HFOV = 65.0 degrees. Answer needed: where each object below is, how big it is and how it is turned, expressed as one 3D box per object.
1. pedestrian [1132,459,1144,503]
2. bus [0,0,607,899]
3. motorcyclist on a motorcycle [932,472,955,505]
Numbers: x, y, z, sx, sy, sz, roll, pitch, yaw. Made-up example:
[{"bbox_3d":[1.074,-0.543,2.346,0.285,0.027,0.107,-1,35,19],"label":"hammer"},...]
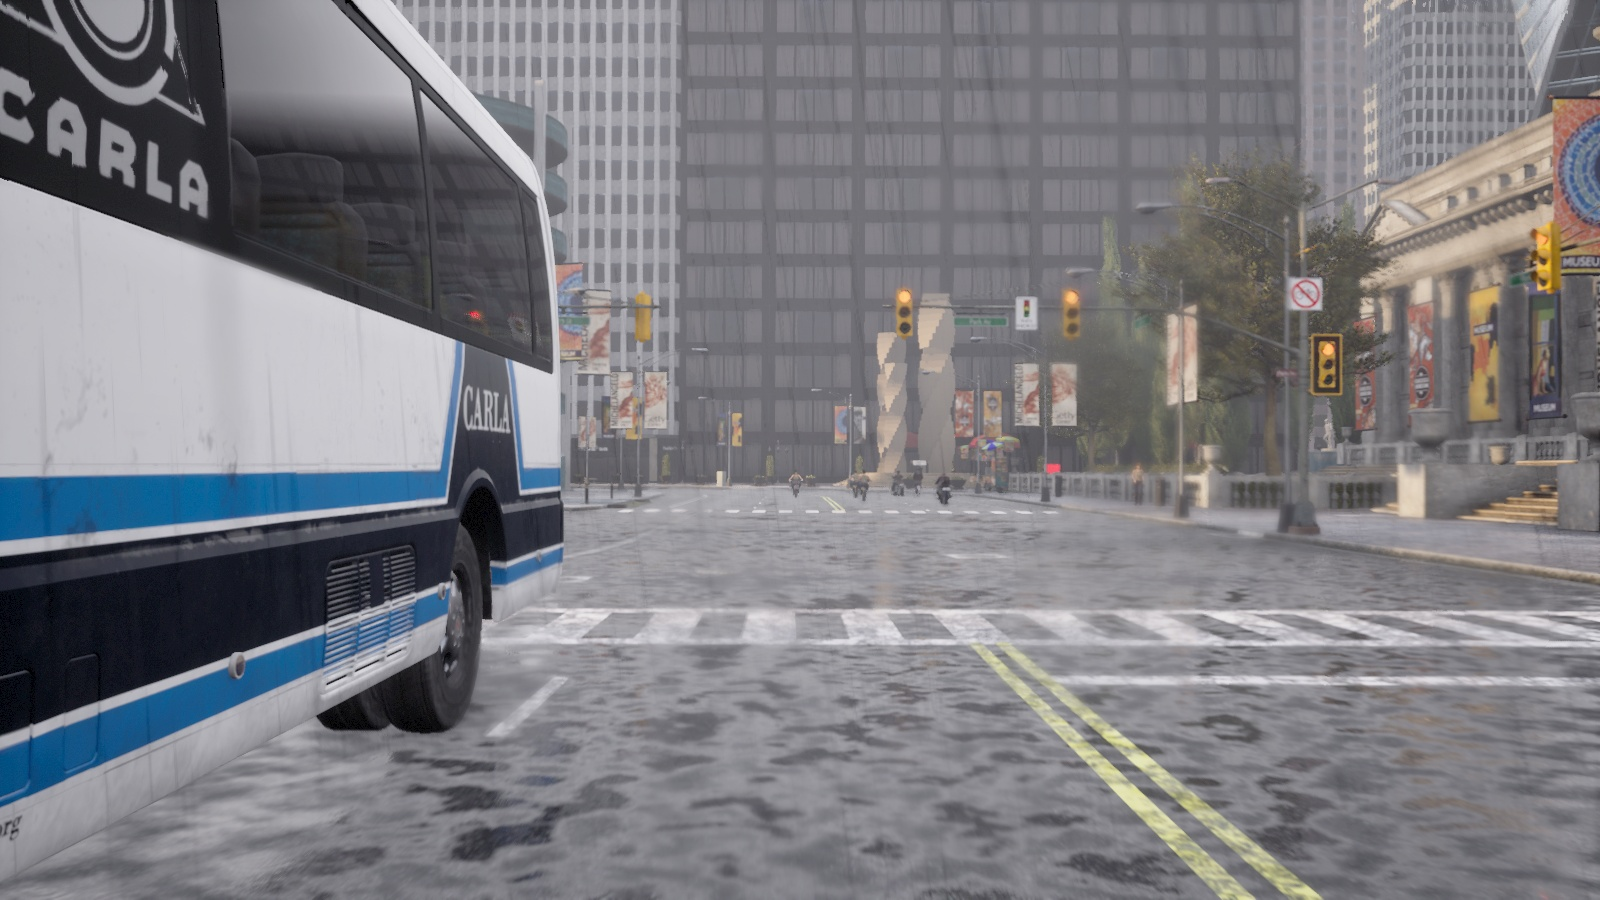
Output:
[{"bbox_3d":[14.119,1.278,52.417,0.345,1.836,0.594,0,-1,4],"label":"pedestrian"},{"bbox_3d":[-3.518,-0.467,4.941,3.944,4.253,10.273,0,-1,0],"label":"bus"},{"bbox_3d":[6.850,1.811,60.012,0.866,1.530,2.191,0,-1,0],"label":"motorcyclist on a motorcycle"}]
